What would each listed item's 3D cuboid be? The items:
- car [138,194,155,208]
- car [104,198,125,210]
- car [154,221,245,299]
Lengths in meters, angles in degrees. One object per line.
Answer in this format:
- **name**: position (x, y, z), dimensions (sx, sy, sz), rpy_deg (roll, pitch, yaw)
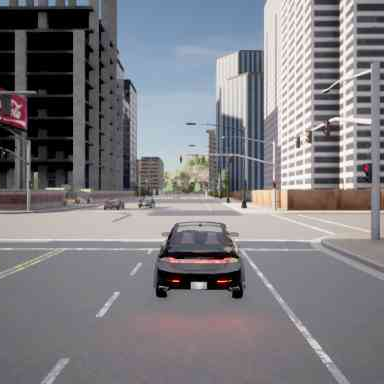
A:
- **car**: position (-6.420, 1.491, 47.534), dimensions (2.128, 1.511, 4.902), rpy_deg (0, 0, 1)
- **car**: position (-9.991, 1.526, 43.090), dimensions (1.812, 1.442, 4.674), rpy_deg (0, 0, 1)
- **car**: position (0.205, 1.492, 8.485), dimensions (2.128, 1.511, 4.902), rpy_deg (0, 0, 2)
